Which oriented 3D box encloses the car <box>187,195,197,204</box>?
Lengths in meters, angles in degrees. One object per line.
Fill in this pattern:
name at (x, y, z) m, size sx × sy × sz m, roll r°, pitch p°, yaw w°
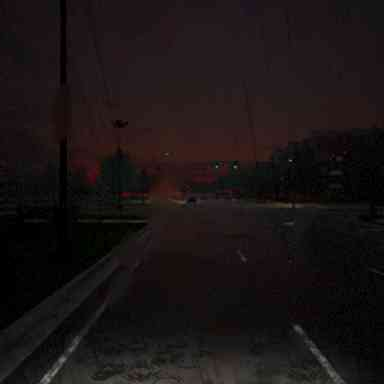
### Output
car at (0.004, 1.676, 69.030) m, size 1.812 × 1.442 × 4.674 m, roll 0°, pitch 0°, yaw 0°
